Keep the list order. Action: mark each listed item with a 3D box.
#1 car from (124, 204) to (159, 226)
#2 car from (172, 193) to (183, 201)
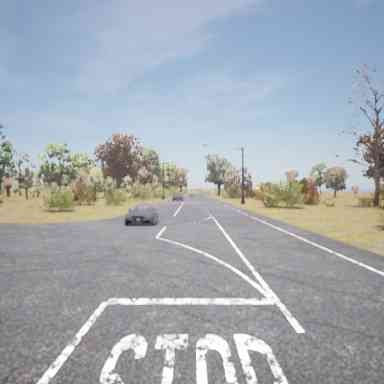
[{"bbox_3d":[-3.439,1.566,23.247,1.994,1.385,4.181,0,0,0],"label":"car"},{"bbox_3d":[-3.377,1.148,78.077,2.150,2.045,5.566,0,0,2],"label":"car"}]
